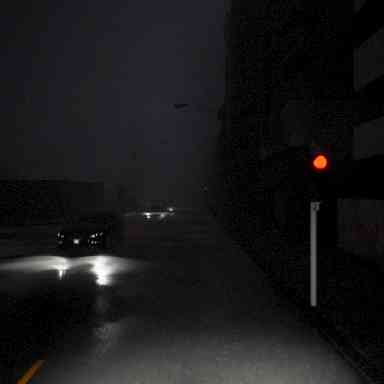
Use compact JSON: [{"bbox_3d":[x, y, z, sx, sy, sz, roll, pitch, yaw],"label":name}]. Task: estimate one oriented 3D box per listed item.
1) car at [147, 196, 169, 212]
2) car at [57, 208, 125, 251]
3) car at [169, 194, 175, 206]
[{"bbox_3d":[-4.148,1.478,39.554,1.882,1.535,5.008,0,0,0],"label":"car"},{"bbox_3d":[-4.116,1.504,14.258,1.837,1.490,4.892,0,0,0],"label":"car"},{"bbox_3d":[-4.091,1.507,55.404,1.837,1.490,4.892,0,-1,0],"label":"car"}]
